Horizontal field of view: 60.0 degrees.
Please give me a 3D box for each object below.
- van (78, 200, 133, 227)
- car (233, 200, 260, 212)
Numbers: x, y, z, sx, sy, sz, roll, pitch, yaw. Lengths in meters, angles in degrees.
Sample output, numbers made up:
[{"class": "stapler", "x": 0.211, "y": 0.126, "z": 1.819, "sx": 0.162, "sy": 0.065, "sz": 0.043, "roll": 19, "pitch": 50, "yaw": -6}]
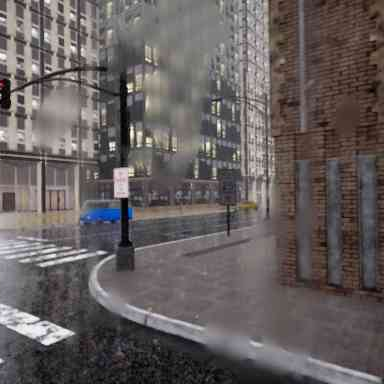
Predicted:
[{"class": "van", "x": -6.030, "y": 1.445, "z": 23.500, "sx": 1.690, "sy": 1.788, "sz": 3.998, "roll": -1, "pitch": -1, "yaw": 36}, {"class": "car", "x": 6.805, "y": 1.674, "z": 41.409, "sx": 1.752, "sy": 1.417, "sz": 4.829, "roll": -1, "pitch": -1, "yaw": 36}]
